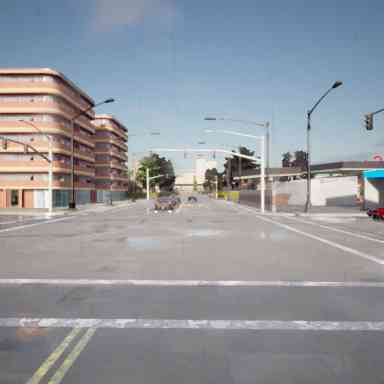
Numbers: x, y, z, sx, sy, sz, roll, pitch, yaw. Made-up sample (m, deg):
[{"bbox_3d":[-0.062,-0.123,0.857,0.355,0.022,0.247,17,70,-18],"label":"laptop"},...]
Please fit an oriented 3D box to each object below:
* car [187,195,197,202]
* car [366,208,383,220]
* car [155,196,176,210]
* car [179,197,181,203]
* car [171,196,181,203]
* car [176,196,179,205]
[{"bbox_3d":[0.077,1.339,70.824,1.812,1.442,4.674,0,0,0],"label":"car"},{"bbox_3d":[16.564,1.601,26.430,4.718,1.301,1.895,0,0,1],"label":"car"},{"bbox_3d":[-3.539,1.352,42.713,2.097,1.767,4.553,0,0,0],"label":"car"},{"bbox_3d":[-3.499,1.505,60.816,1.837,1.490,4.892,0,0,0],"label":"car"},{"bbox_3d":[-3.423,1.595,70.779,1.895,1.301,4.718,0,0,0],"label":"car"},{"bbox_3d":[-3.530,1.601,51.662,1.895,1.301,4.718,0,0,0],"label":"car"}]
